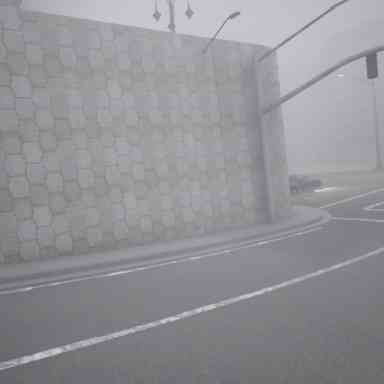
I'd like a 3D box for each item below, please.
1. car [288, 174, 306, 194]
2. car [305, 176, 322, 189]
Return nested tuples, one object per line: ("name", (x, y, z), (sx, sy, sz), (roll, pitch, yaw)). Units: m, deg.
("car", (6.809, -0.602, 28.344), (2.097, 1.767, 4.553), (-10, 6, -35))
("car", (9.630, -0.906, 30.407), (1.994, 1.385, 4.181), (-10, 6, -34))
